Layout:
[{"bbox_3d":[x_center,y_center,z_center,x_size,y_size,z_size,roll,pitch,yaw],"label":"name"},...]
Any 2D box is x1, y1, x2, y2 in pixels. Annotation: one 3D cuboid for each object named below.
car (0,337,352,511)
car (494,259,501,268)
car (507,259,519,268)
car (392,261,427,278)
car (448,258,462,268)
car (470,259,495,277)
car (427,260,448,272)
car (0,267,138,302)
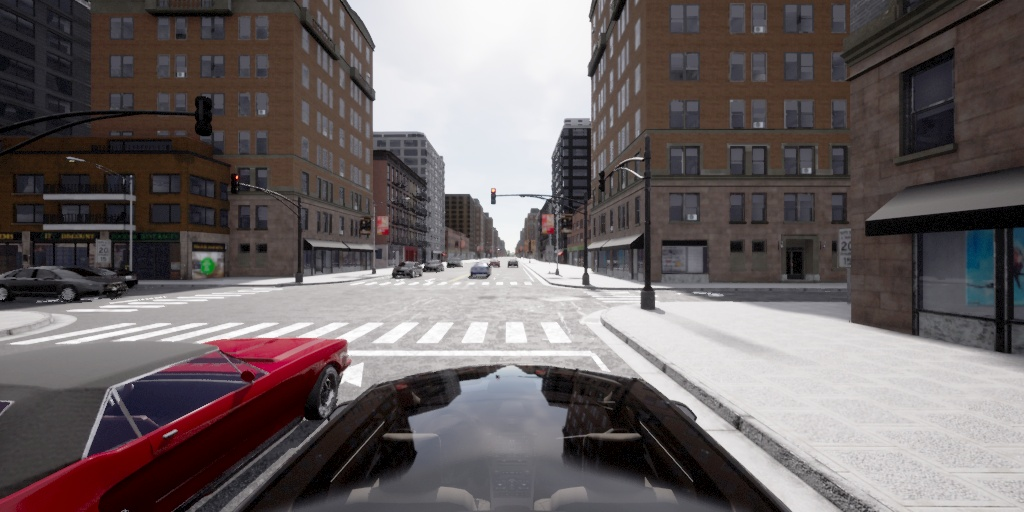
[{"bbox_3d":[-3.156,1.351,2.882,1.895,1.301,4.718,0,0,0],"label":"car"},{"bbox_3d":[-3.079,1.266,62.974,1.812,1.442,4.674,0,0,0],"label":"car"},{"bbox_3d":[0.168,1.245,62.244,1.837,1.490,4.892,0,0,0],"label":"car"},{"bbox_3d":[-9.757,1.254,33.766,1.837,1.490,4.892,0,0,0],"label":"car"},{"bbox_3d":[-9.659,1.092,60.034,2.097,1.767,4.553,0,0,1],"label":"car"},{"bbox_3d":[-3.057,1.296,35.607,2.033,1.411,5.357,0,0,0],"label":"car"},{"bbox_3d":[-9.723,1.249,44.686,1.837,1.490,4.892,0,1,1],"label":"car"},{"bbox_3d":[-20.404,1.249,16.227,4.892,1.490,1.837,0,0,0],"label":"car"}]
